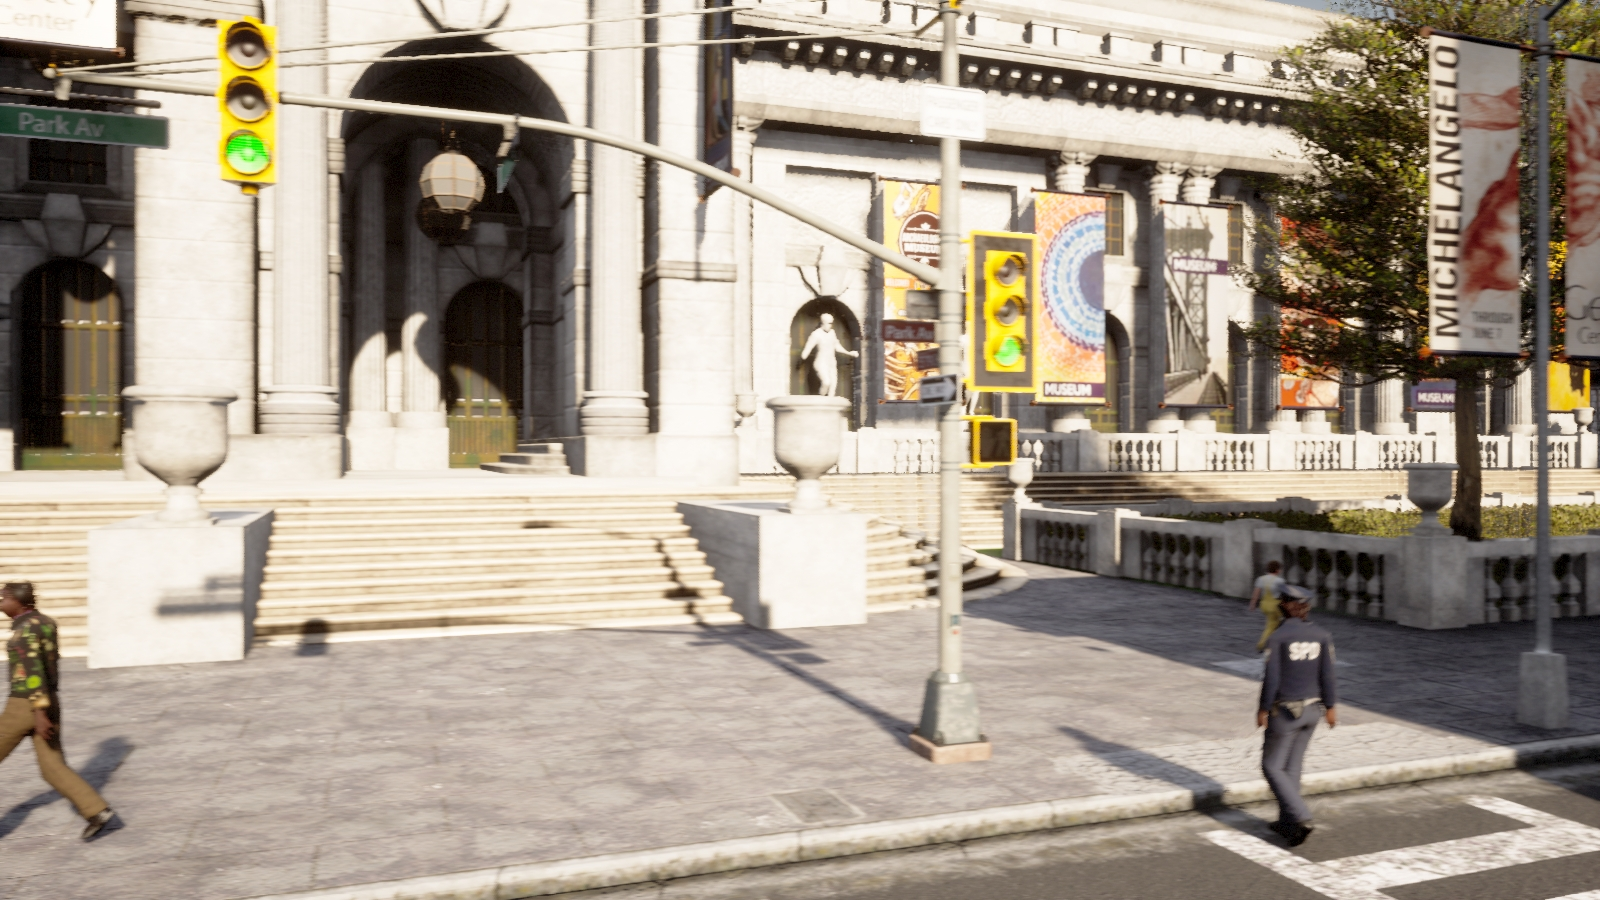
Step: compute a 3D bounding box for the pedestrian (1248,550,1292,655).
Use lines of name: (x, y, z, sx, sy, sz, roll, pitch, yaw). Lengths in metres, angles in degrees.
pedestrian: (6.133, 1.976, 14.908, 0.375, 1.300, 0.375, 0, 0, -27)

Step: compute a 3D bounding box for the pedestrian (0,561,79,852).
pedestrian: (-5.134, 1.696, 7.667, 0.375, 1.860, 0.375, 0, 0, -7)

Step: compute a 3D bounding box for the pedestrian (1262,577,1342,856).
pedestrian: (3.524, 1.849, 8.033, 0.375, 1.860, 0.375, 0, 0, -10)
